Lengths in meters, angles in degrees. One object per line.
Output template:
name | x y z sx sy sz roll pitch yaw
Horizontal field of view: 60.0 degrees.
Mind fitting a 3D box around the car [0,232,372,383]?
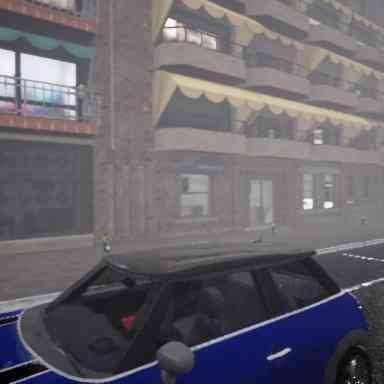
car | -0.322 1.355 3.147 4.553 1.767 2.097 0 0 -36
